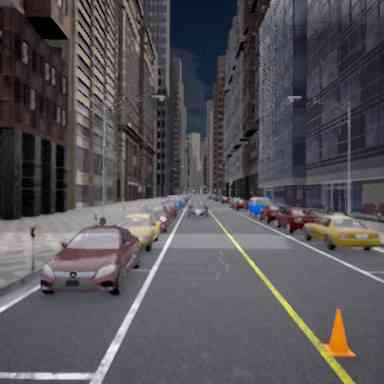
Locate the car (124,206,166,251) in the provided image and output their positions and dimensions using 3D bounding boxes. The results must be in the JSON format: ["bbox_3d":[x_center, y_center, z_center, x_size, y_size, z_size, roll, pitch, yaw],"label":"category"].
[{"bbox_3d":[-2.325,1.532,14.139,1.752,1.417,4.829,1,0,0],"label":"car"}]

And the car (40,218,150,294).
[{"bbox_3d":[-2.360,1.580,8.707,1.802,1.307,4.206,1,0,0],"label":"car"}]

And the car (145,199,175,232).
[{"bbox_3d":[-2.288,1.455,19.910,1.967,1.590,4.097,1,0,0],"label":"car"}]

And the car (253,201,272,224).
[{"bbox_3d":[6.270,1.620,25.467,1.887,1.381,4.507,1,0,0],"label":"car"}]

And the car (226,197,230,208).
[{"bbox_3d":[6.411,1.549,47.876,1.967,1.590,4.097,1,0,0],"label":"car"}]

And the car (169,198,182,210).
[{"bbox_3d":[-2.220,1.576,31.114,1.887,1.381,4.507,1,0,0],"label":"car"}]

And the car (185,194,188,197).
[{"bbox_3d":[-2.079,1.505,53.521,1.967,1.590,4.097,1,0,0],"label":"car"}]

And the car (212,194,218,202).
[{"bbox_3d":[6.619,1.727,81.488,1.947,1.339,4.313,1,0,0],"label":"car"}]

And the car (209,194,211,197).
[{"bbox_3d":[6.689,1.733,92.691,2.008,1.369,4.403,1,0,0],"label":"car"}]

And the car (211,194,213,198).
[{"bbox_3d":[6.654,1.738,87.090,1.947,1.339,4.313,1,0,0],"label":"car"}]

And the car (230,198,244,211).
[{"bbox_3d":[6.375,1.645,42.274,1.887,1.381,4.507,1,0,0],"label":"car"}]

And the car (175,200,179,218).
[{"bbox_3d":[-2.255,1.568,25.512,1.887,1.381,4.507,1,0,0],"label":"car"}]

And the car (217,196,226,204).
[{"bbox_3d":[6.515,1.679,64.682,1.887,1.381,4.507,1,0,0],"label":"car"}]

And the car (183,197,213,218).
[{"bbox_3d":[0.537,1.539,30.462,2.128,1.511,4.902,0,0,0],"label":"car"}]

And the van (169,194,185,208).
[{"bbox_3d":[-2.148,1.389,42.318,1.690,1.788,3.998,1,0,0],"label":"van"}]

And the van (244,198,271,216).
[{"bbox_3d":[6.307,1.425,31.070,1.690,1.788,3.998,1,0,0],"label":"van"}]

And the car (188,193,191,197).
[{"bbox_3d":[-1.938,1.415,75.928,2.192,1.841,5.009,1,0,0],"label":"car"}]

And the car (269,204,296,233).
[{"bbox_3d":[6.236,1.612,19.866,1.887,1.381,4.507,1,0,0],"label":"car"}]

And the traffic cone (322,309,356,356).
[{"bbox_3d":[2.098,1.975,4.765,0.340,0.580,0.340,0,0,0],"label":"traffic cone"}]

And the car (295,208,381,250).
[{"bbox_3d":[6.202,1.584,14.434,1.752,1.417,4.829,1,0,0],"label":"car"}]
